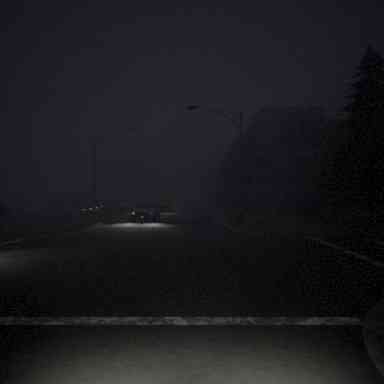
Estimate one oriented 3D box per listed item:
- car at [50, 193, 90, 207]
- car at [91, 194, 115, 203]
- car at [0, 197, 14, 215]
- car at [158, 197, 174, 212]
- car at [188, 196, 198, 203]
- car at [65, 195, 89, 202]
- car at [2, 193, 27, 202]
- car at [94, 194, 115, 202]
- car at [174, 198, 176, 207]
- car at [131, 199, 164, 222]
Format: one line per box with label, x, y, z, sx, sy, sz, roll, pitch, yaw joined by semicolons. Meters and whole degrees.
car;-17.204;1.112;46.327;4.605;1.855;1.932;0;0;0
car;-17.602;1.168;62.028;5.027;1.636;2.152;0;0;0
car;-17.358;1.389;27.744;3.633;1.501;1.845;0;0;0
car;-3.556;1.477;38.786;1.882;1.535;5.008;0;0;0
car;0.175;1.491;68.677;2.128;1.511;4.902;0;0;0
car;-24.965;1.313;72.114;4.514;1.523;2.007;0;0;0
car;-34.983;1.112;65.182;4.605;1.855;1.932;0;0;0
car;-17.920;1.247;68.445;3.806;1.475;1.970;0;0;0
car;-3.526;1.478;52.299;1.882;1.535;5.008;0;1;0
car;-3.576;1.526;26.310;1.812;1.442;4.674;0;0;0
